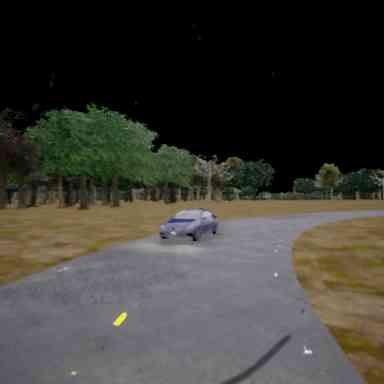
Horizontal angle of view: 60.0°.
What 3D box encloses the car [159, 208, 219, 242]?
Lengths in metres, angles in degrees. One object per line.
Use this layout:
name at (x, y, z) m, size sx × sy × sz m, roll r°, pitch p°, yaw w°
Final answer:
car at (0.035, 1.559, 16.818) m, size 1.812 × 1.442 × 4.674 m, roll 0°, pitch 0°, yaw 22°
